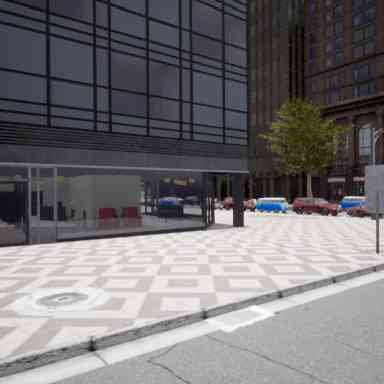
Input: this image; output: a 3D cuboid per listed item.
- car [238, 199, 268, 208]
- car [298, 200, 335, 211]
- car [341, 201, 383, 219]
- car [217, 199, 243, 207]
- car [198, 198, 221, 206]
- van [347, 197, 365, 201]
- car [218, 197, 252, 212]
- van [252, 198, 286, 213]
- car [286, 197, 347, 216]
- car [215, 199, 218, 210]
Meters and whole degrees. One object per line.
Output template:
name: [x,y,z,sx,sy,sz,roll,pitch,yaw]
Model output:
car: [9.731,1.804,53.393,1.752,1.417,4.829,-1,0,-35]
car: [16.408,1.737,43.995,1.947,1.339,4.313,-1,0,-35]
car: [16.043,1.728,29.790,1.802,1.307,4.206,-1,0,-35]
car: [6.540,1.873,57.884,1.887,1.381,4.507,-1,0,-35]
car: [3.252,1.930,62.513,2.008,1.369,4.403,-1,0,-35]
van: [19.692,1.457,39.364,1.690,1.788,3.998,-1,0,-35]
car: [6.169,1.627,43.680,2.192,1.841,5.009,-1,0,-35]
van: [9.458,1.600,39.050,1.690,1.788,3.998,-1,0,-35]
car: [12.747,1.518,34.419,2.192,1.841,5.009,-1,0,-35]
car: [2.884,1.915,48.311,2.008,1.369,4.403,-1,0,-35]
